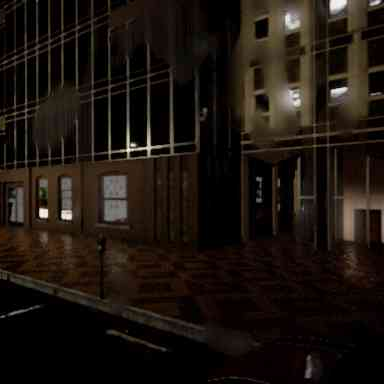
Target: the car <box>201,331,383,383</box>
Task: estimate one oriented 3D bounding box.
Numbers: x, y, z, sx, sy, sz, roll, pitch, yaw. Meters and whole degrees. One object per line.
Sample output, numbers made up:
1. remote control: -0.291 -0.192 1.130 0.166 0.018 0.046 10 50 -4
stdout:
1. car: 1.754 1.441 1.634 4.097 1.590 1.967 0 0 36
